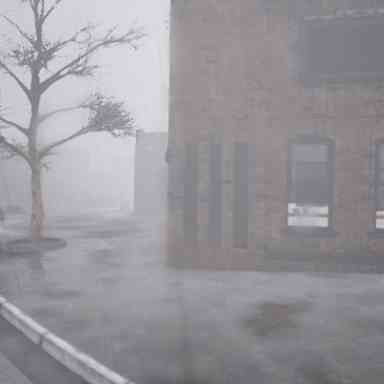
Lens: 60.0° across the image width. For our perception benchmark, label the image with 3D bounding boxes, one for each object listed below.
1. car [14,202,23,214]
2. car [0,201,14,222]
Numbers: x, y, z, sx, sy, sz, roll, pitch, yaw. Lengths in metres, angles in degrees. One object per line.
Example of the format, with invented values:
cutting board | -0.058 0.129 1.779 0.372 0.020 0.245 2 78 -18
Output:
car | -20.039 1.733 35.699 1.812 1.442 4.674 1 -1 5
car | -15.827 1.650 25.459 2.128 1.511 4.902 1 -1 -11
